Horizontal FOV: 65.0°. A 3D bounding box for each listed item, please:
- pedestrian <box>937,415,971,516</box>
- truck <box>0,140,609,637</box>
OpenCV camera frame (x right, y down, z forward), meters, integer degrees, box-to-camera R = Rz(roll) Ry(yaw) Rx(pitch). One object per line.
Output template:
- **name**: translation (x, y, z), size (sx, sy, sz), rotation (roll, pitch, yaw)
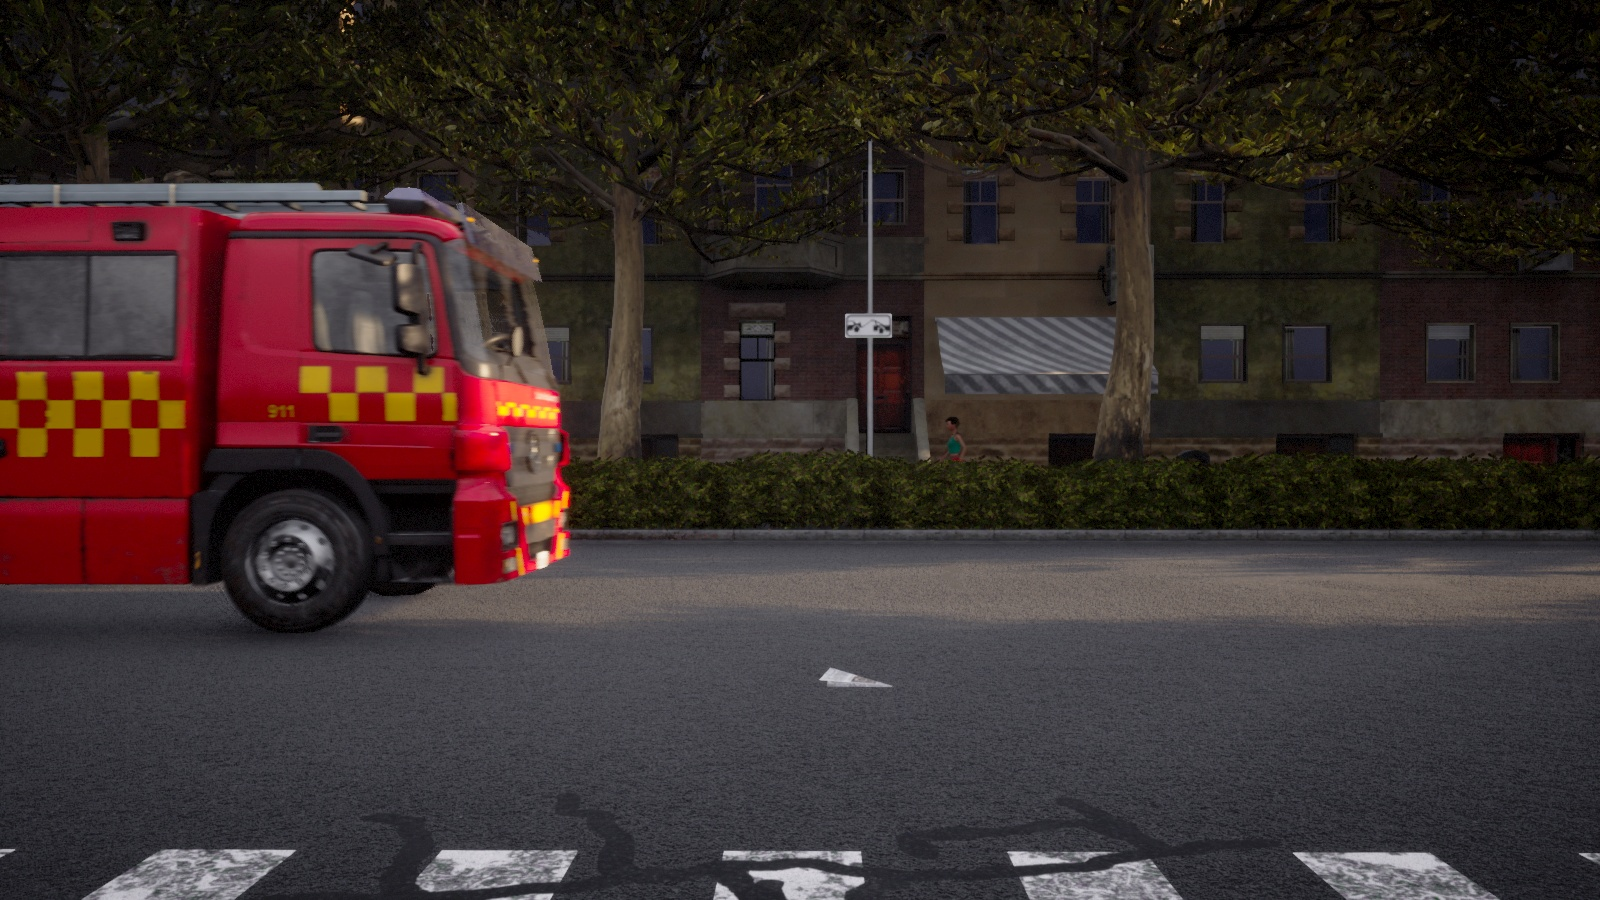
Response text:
- **pedestrian**: translation (2.824, 0.275, 23.050), size (0.594, 1.836, 0.345), rotation (0, 0, 0)
- **truck**: translation (-6.178, -0.486, 11.200), size (8.468, 3.827, 2.891), rotation (0, 0, 1)
